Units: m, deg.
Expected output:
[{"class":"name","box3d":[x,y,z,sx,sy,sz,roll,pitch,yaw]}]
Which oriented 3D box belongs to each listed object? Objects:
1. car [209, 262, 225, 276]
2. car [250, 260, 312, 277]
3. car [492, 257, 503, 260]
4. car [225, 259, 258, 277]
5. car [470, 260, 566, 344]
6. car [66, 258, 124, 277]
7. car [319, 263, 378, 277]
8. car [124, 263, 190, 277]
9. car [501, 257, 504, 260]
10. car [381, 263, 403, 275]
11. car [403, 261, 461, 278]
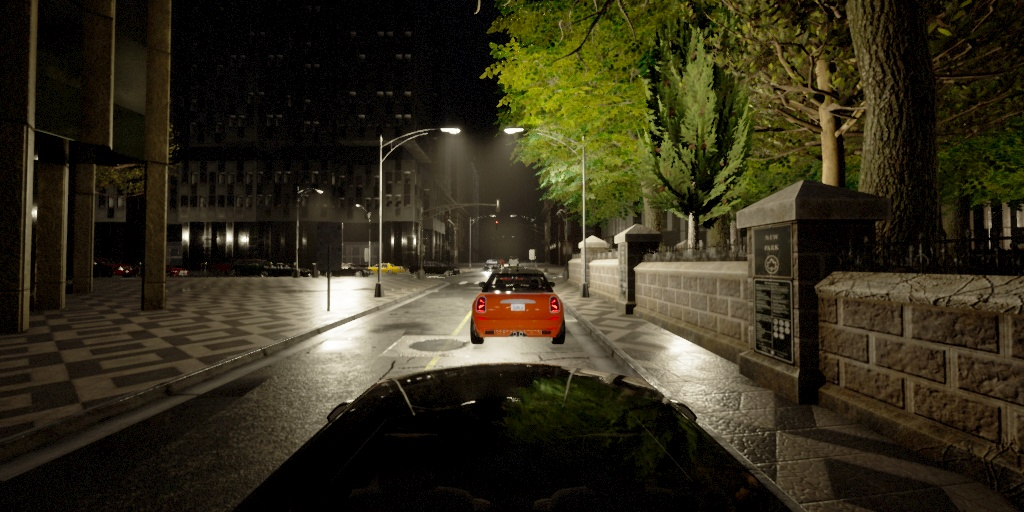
[{"class":"car","box3d":[-30.954,1.234,40.198,5.009,1.841,2.192,0,0,1]},{"class":"car","box3d":[-20.010,1.288,31.561,4.313,1.339,1.948,0,0,1]},{"class":"car","box3d":[-2.858,1.323,50.787,2.128,1.511,4.902,0,0,0]},{"class":"car","box3d":[-24.118,1.137,34.284,4.553,1.767,2.097,0,-1,1]},{"class":"car","box3d":[0.132,1.106,9.723,2.097,1.767,4.553,0,0,0]},{"class":"car","box3d":[-36.548,1.059,31.733,5.009,1.841,2.192,0,0,1]},{"class":"car","box3d":[-14.497,1.265,31.504,4.403,1.370,2.007,0,0,1]},{"class":"car","box3d":[-31.035,1.319,31.675,4.207,1.307,1.802,0,0,1]},{"class":"car","box3d":[-2.791,1.366,61.162,1.837,1.490,4.892,0,0,1]},{"class":"car","box3d":[-14.588,1.423,40.029,4.829,1.417,1.751,0,0,1]},{"class":"car","box3d":[-7.344,1.269,34.107,4.902,1.511,2.128,0,-1,1]}]
